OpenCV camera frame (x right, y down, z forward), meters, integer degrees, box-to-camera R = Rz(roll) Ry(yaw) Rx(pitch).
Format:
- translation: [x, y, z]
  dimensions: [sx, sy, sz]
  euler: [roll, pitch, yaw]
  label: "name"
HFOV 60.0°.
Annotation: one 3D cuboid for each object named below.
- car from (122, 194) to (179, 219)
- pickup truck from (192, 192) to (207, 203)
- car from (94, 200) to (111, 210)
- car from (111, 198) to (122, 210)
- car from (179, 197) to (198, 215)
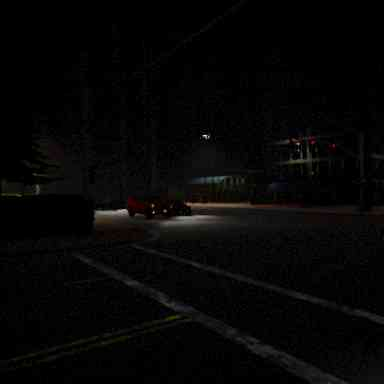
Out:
- translation: [-3.828, 1.199, 29.408]
  dimensions: [2.150, 2.045, 5.566]
  euler: [0, 0, -36]
  label: "car"
- translation: [1.350, 1.000, 62.577]
  dimensions: [2.390, 2.098, 6.274]
  euler: [0, 0, -6]
  label: "pickup truck"
- translation: [-12.082, 1.578, 40.739]
  dimensions: [1.895, 1.301, 4.718]
  euler: [0, 0, -36]
  label: "car"
- translation: [-9.463, 1.536, 43.090]
  dimensions: [1.994, 1.385, 4.181]
  euler: [0, 0, -36]
  label: "car"
- translation: [-1.879, 1.477, 32.679]
  dimensions: [1.837, 1.490, 4.892]
  euler: [0, 0, -36]
  label: "car"
